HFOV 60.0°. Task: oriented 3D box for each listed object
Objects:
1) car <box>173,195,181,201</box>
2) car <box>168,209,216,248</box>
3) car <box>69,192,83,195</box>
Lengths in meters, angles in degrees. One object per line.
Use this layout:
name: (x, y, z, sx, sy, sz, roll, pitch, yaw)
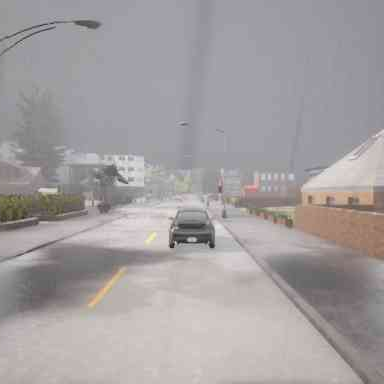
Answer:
car: (-4.000, 1.516, 88.235, 1.812, 1.442, 4.674, 0, 0, 0)
car: (0.000, 1.513, 14.650, 1.837, 1.490, 4.892, 0, 0, 0)
car: (-19.758, 0.982, 55.039, 1.905, 1.878, 3.866, 0, 0, 35)
